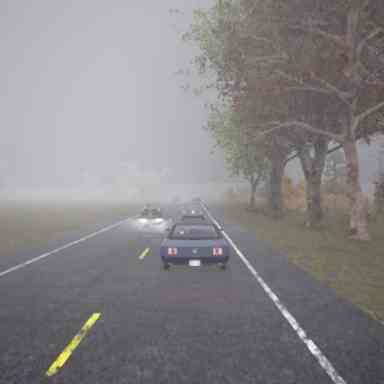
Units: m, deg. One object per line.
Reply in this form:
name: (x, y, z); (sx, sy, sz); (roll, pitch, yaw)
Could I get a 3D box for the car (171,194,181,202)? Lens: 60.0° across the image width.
car: (-3.518, 1.290, 73.202); (2.097, 1.767, 4.553); (0, 0, 0)

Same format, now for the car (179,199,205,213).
car: (0.090, 1.574, 27.169); (2.033, 1.411, 5.357); (0, 0, 0)

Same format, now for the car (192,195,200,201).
car: (1.030, 1.472, 81.517); (1.837, 1.490, 4.892); (0, 0, 0)

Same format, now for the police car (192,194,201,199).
police car: (1.033, 1.412, 71.625); (1.930, 1.638, 5.238); (0, 0, 0)

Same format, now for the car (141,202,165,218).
car: (-3.606, 1.627, 31.136); (1.895, 1.301, 4.718); (0, 0, 0)

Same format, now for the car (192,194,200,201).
car: (1.029, 1.302, 87.488); (2.097, 1.767, 4.553); (0, 0, 0)

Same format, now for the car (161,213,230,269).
car: (0.088, 1.616, 11.117); (1.895, 1.301, 4.718); (0, 0, 0)
